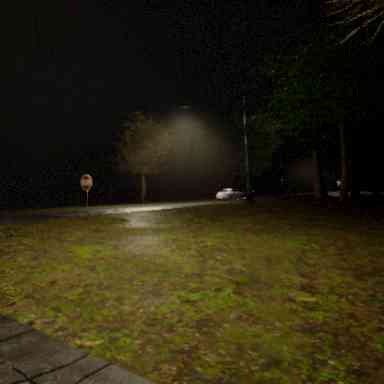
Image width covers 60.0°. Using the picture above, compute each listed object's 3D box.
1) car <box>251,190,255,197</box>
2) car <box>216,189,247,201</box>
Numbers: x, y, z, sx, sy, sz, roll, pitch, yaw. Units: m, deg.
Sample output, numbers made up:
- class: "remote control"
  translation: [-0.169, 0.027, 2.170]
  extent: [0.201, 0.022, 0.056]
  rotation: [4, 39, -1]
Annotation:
- class: "car"
  translation: [9.946, 0.254, 60.911]
  extent: [2.128, 1.511, 4.902]
  rotation: [-3, 0, 34]
- class: "car"
  translation: [4.670, 0.347, 40.796]
  extent: [1.812, 1.442, 4.674]
  rotation: [-3, -1, 34]
